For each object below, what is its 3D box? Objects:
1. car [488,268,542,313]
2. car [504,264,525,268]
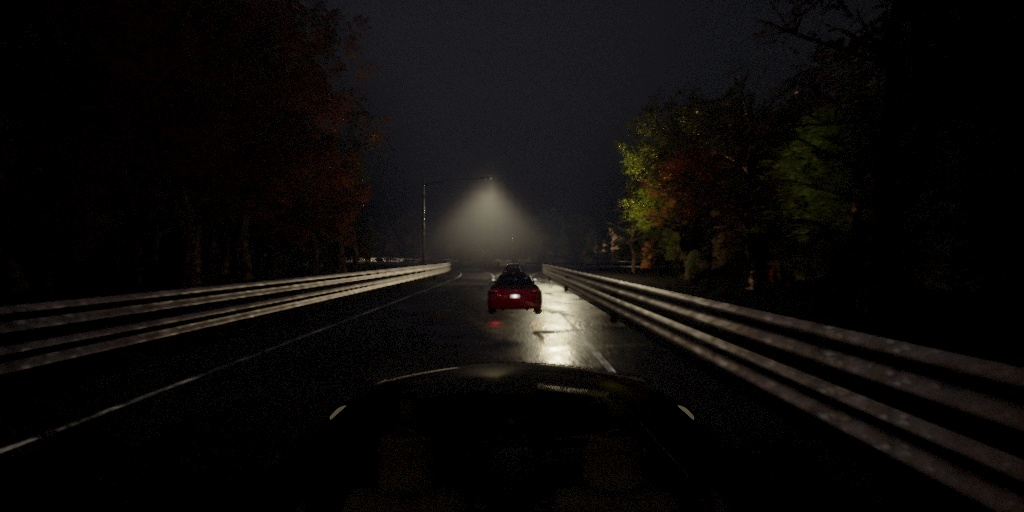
[{"bbox_3d":[0.105,1.370,14.410,1.994,1.385,4.181,0,0,0],"label":"car"},{"bbox_3d":[0.176,1.443,32.247,1.994,1.385,4.181,0,0,2],"label":"car"}]
